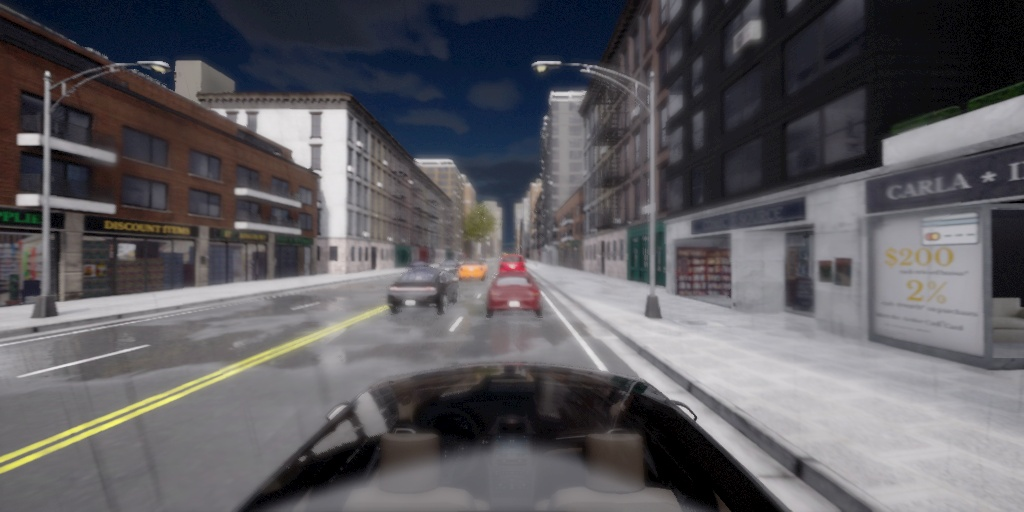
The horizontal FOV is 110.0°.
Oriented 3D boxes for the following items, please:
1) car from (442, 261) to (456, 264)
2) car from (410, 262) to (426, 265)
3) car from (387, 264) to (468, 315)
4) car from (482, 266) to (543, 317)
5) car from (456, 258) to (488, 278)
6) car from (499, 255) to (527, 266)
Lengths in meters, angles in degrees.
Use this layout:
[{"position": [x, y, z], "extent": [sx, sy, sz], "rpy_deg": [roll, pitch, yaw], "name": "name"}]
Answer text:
[{"position": [-6.610, 1.238, 38.008], "extent": [2.128, 1.511, 4.902], "rpy_deg": [0, 0, 0], "name": "car"}, {"position": [-9.860, 1.309, 38.398], "extent": [1.994, 1.385, 4.181], "rpy_deg": [0, 0, 0], "name": "car"}, {"position": [-3.165, 1.237, 13.600], "extent": [2.128, 1.511, 4.902], "rpy_deg": [0, 0, 0], "name": "car"}, {"position": [0.085, 1.270, 12.981], "extent": [1.812, 1.442, 4.674], "rpy_deg": [0, 0, 0], "name": "car"}, {"position": [-3.171, 1.095, 30.315], "extent": [2.097, 1.767, 4.553], "rpy_deg": [0, 0, 0], "name": "car"}, {"position": [0.082, 0.965, 29.739], "extent": [2.150, 2.045, 5.566], "rpy_deg": [0, 0, 0], "name": "car"}]
